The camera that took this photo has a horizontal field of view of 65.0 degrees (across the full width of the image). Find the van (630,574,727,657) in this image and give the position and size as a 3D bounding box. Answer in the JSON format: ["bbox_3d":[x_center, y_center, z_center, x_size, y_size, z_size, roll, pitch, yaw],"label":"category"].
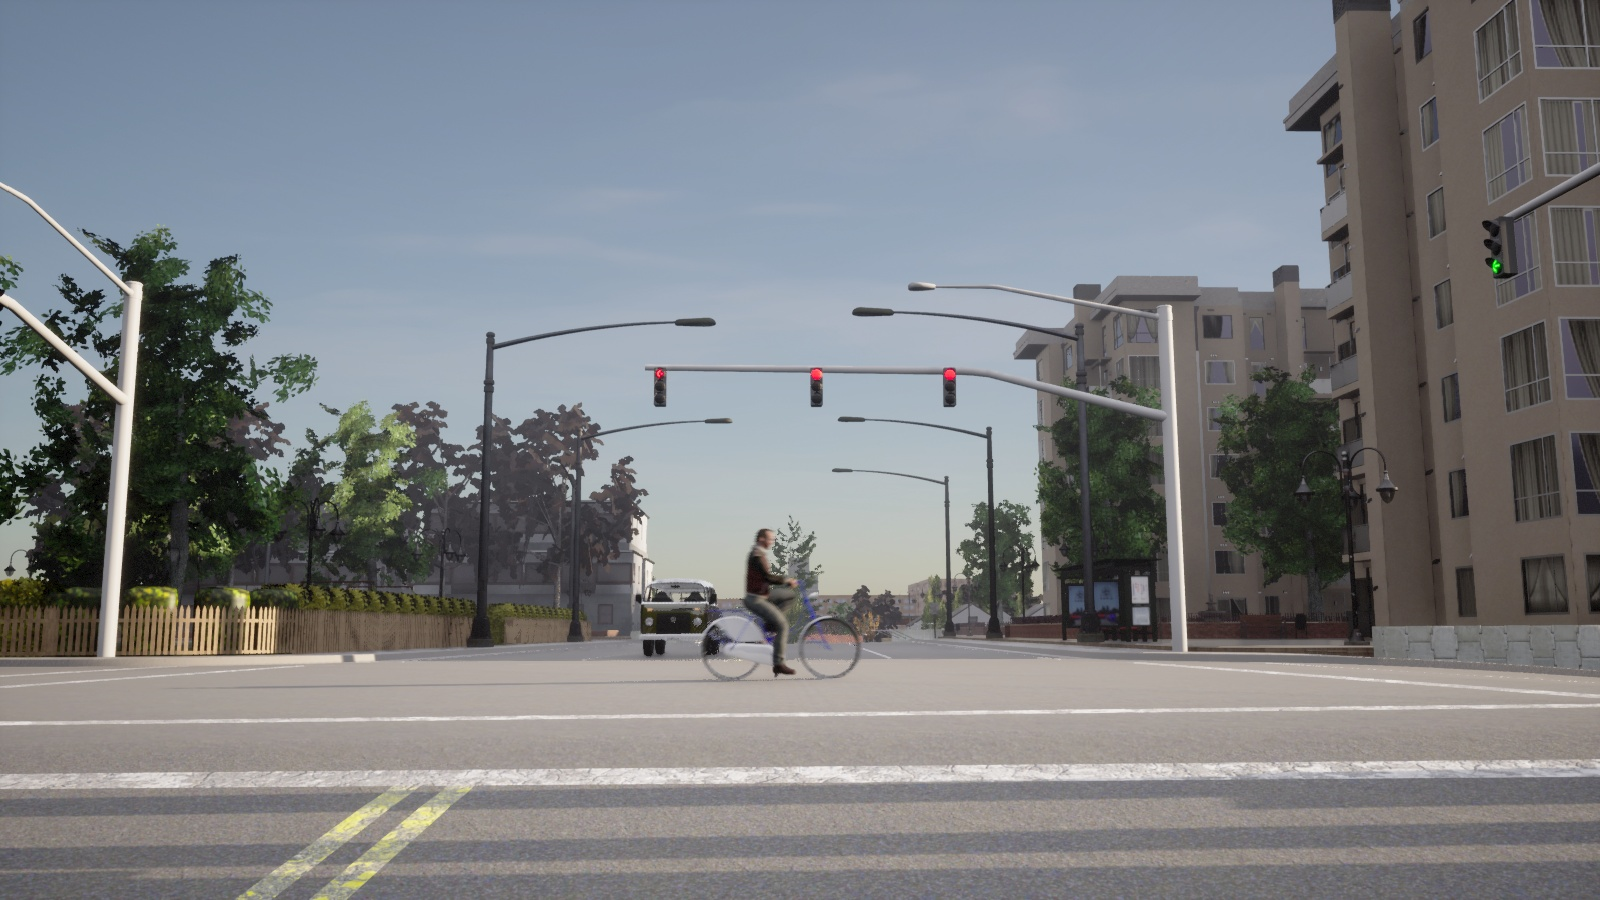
[{"bbox_3d":[-3.156,4.443,33.520,2.069,2.038,4.480,0,-8,1],"label":"van"}]

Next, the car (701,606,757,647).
[{"bbox_3d":[-2.950,7.521,53.393,2.033,1.649,4.856,0,-8,1],"label":"car"}]

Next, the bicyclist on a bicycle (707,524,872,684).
[{"bbox_3d":[-0.127,1.780,14.530,1.843,1.776,0.659,-1,-8,0],"label":"bicyclist on a bicycle"}]
